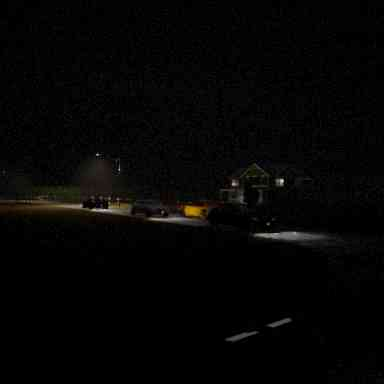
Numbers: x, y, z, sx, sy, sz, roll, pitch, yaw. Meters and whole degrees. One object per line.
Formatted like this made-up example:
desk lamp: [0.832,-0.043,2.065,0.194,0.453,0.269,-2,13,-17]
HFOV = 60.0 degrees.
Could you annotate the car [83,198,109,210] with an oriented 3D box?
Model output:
car: [-11.401,1.350,39.370,1.994,1.385,4.181,2,-1,-35]

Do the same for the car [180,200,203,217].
car: [0.868,1.395,27.027,1.882,1.535,5.008,2,-1,-35]

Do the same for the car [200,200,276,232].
car: [2.752,1.416,19.534,1.812,1.442,4.674,2,-1,-34]

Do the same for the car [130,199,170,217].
car: [-3.724,1.351,28.670,1.812,1.442,4.674,2,-1,-36]
